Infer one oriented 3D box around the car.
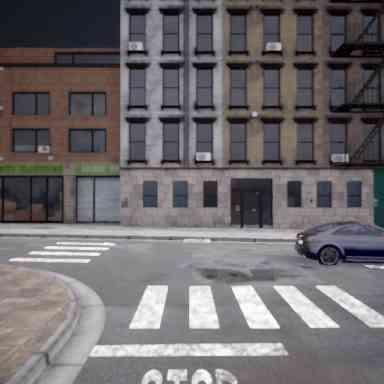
[{"bbox_3d":[5.658,1.703,11.253,4.181,1.385,1.994,1,-1,0],"label":"car"}]
